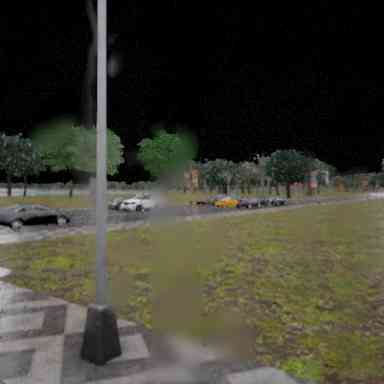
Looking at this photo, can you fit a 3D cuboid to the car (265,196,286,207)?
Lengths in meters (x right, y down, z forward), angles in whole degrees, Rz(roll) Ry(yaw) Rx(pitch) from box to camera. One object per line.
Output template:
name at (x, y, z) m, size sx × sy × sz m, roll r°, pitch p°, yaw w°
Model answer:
car at (13.481, 1.382, 53.467) m, size 2.097 × 1.767 × 4.553 m, roll 0°, pitch 0°, yaw 36°

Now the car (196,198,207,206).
car at (2.648, 1.631, 55.117) m, size 1.895 × 1.301 × 4.718 m, roll 0°, pitch 0°, yaw 36°

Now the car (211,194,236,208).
car at (5.281, 1.494, 47.570) m, size 1.882 × 1.535 × 5.008 m, roll 0°, pitch 0°, yaw 36°

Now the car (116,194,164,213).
car at (-5.586, 1.222, 38.311) m, size 2.150 × 2.045 × 5.566 m, roll 0°, pitch 0°, yaw 36°

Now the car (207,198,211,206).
car at (5.284, 1.329, 53.215) m, size 2.150 × 2.045 × 5.566 m, roll 0°, pitch 0°, yaw 36°

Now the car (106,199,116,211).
car at (-8.339, 1.339, 40.047) m, size 2.097 × 1.767 × 4.553 m, roll 0°, pitch 0°, yaw 36°

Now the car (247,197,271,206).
car at (11.347, 1.564, 56.067) m, size 2.033 × 1.411 × 5.357 m, roll 0°, pitch 0°, yaw 36°

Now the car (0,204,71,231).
car at (-10.019, 1.522, 20.889) m, size 2.128 × 1.511 × 4.902 m, roll 0°, pitch 0°, yaw 36°

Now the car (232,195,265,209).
car at (7.756, 1.535, 45.448) m, size 1.837 × 1.490 × 4.892 m, roll 0°, pitch 0°, yaw 36°
